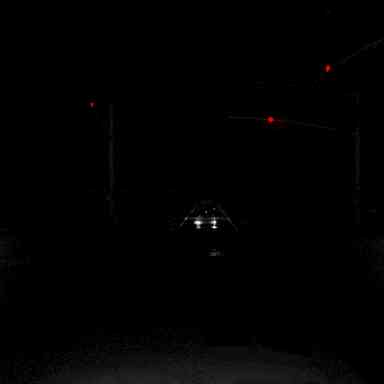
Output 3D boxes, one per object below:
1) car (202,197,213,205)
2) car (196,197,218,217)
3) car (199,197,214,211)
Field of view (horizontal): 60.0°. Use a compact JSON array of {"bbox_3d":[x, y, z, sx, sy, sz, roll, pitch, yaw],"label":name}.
[{"bbox_3d":[2.719,1.566,59.390,1.895,1.301,4.718,0,0,3],"label":"car"},{"bbox_3d":[1.353,1.491,31.549,1.812,1.442,4.674,0,0,3],"label":"car"},{"bbox_3d":[1.842,1.469,41.972,1.837,1.490,4.892,0,0,3],"label":"car"}]
